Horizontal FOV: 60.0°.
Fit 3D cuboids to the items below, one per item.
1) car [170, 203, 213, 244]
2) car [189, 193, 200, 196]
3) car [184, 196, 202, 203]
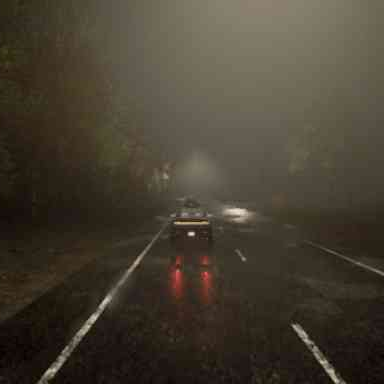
[{"bbox_3d":[-0.027,1.489,15.884,2.128,1.511,4.902,0,0,0],"label":"car"},{"bbox_3d":[-0.119,1.454,65.283,2.128,1.511,4.902,0,0,0],"label":"car"},{"bbox_3d":[-0.080,1.547,43.765,1.994,1.385,4.181,0,0,0],"label":"car"}]
